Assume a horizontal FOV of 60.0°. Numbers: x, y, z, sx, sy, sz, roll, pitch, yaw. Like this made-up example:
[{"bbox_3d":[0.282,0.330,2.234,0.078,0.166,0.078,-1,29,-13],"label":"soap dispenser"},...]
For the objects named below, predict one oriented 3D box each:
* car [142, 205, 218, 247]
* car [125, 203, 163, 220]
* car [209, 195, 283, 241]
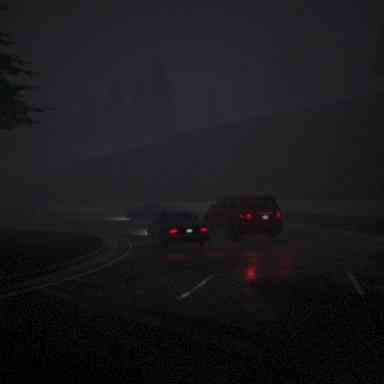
[{"bbox_3d":[-0.781,1.549,15.148,2.033,1.411,5.357,-1,0,-15],"label":"car"},{"bbox_3d":[-3.473,1.603,27.568,4.181,1.385,1.994,-1,0,27],"label":"car"},{"bbox_3d":[2.343,1.161,16.590,2.150,2.045,5.566,0,0,-16],"label":"car"}]
